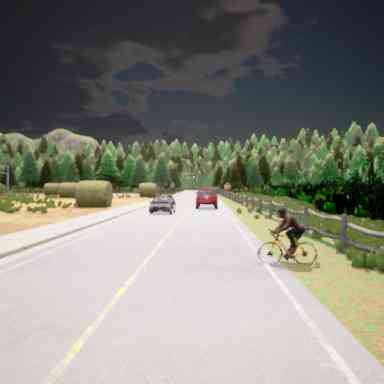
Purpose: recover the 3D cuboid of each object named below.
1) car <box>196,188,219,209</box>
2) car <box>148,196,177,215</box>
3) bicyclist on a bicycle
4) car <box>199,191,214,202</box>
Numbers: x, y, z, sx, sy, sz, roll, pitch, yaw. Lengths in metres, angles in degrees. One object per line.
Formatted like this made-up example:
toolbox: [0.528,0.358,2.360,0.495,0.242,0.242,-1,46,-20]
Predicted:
car: [1.542,0.594,34.214,2.150,2.045,5.566,0,1,3]
car: [-2.311,1.038,27.607,2.033,1.411,5.357,0,1,3]
bicyclist on a bicycle: [2.693,1.286,9.363,1.656,1.620,0.582,0,1,3]
car: [2.204,0.593,48.859,2.128,1.511,4.902,0,1,3]
